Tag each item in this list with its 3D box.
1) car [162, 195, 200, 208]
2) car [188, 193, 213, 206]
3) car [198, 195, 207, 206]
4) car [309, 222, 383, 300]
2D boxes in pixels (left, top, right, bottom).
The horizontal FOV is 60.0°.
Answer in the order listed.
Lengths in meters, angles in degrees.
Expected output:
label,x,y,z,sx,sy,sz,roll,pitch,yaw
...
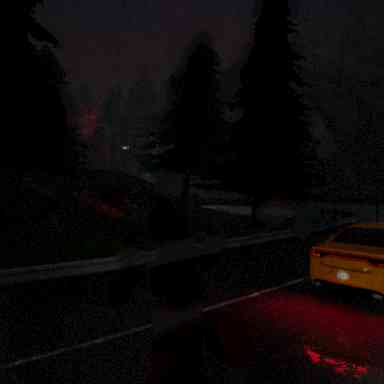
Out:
label,x,y,z,sx,sy,sz,roll,pitch,yaw
car,-1.572,1.508,47.153,4.181,1.385,1.994,1,0,35
car,0.760,1.156,54.050,5.566,2.045,2.150,0,0,35
car,-0.371,1.504,50.579,4.181,1.385,1.994,0,0,35
car,4.779,1.472,8.097,5.008,1.535,1.882,0,0,-42
